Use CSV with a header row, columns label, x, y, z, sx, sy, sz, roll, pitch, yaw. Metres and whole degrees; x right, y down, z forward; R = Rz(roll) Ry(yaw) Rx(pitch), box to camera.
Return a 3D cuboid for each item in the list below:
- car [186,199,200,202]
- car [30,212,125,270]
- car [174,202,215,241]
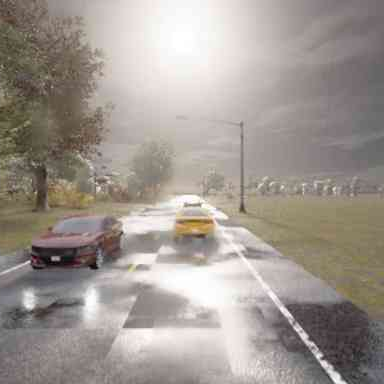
label,x,y,z,sx,sy,sz,roll,pitch,yaw
car,0.106,1.522,35.258,2.128,1.511,4.902,0,0,0
car,-3.597,1.486,11.285,1.882,1.535,5.008,0,0,0
car,0.114,1.491,16.839,1.882,1.535,5.008,0,0,0
